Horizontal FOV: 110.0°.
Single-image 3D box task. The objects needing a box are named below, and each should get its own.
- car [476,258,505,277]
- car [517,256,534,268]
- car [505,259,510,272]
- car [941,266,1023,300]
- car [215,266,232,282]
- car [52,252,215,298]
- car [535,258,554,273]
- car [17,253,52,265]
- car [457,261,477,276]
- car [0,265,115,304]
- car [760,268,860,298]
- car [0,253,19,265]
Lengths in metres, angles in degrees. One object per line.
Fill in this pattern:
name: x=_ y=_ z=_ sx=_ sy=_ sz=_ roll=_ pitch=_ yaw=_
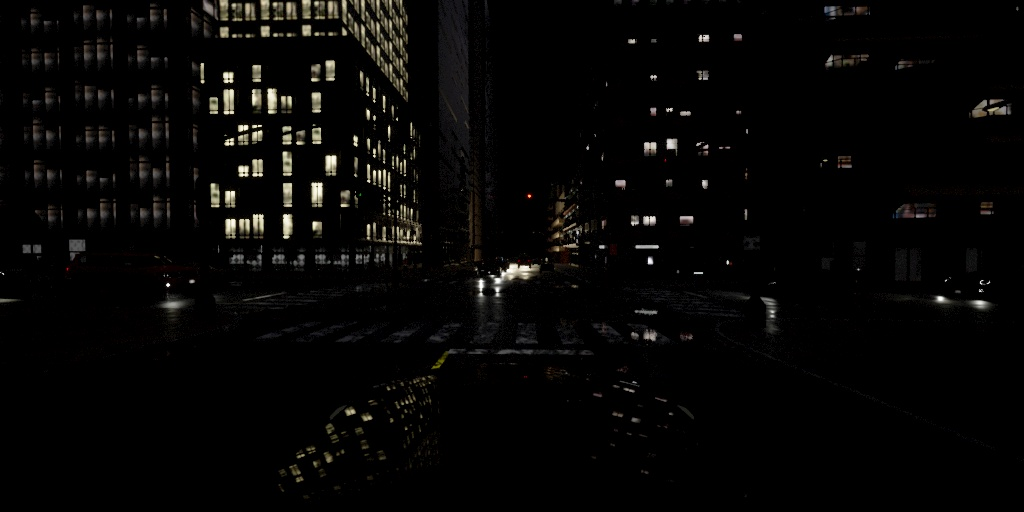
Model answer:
car: x=-1.984 y=1.245 z=34.777 sx=1.837 sy=1.490 sz=4.892 roll=0 pitch=0 yaw=2
car: x=2.056 y=0.957 z=59.082 sx=2.150 sy=2.045 sz=5.566 roll=0 pitch=0 yaw=2
car: x=-1.636 y=1.302 z=44.674 sx=1.994 sy=1.385 sz=4.181 roll=0 pitch=0 yaw=2
car: x=25.361 y=1.290 z=18.469 sx=4.553 sy=1.767 sz=2.097 roll=0 pitch=1 yaw=3
car: x=-20.960 y=1.029 z=23.292 sx=4.829 sy=1.417 sz=1.751 roll=0 pitch=0 yaw=3
car: x=-18.151 y=0.846 z=17.378 sx=5.566 sy=2.045 sz=2.150 roll=1 pitch=1 yaw=3
car: x=4.072 y=1.288 z=42.411 sx=2.007 sy=1.370 sz=4.403 roll=0 pitch=0 yaw=2
car: x=-32.893 y=0.712 z=23.909 sx=5.009 sy=1.841 sz=2.192 roll=0 pitch=0 yaw=3
car: x=-4.505 y=1.265 z=36.880 sx=1.751 sy=1.417 sz=4.829 roll=0 pitch=0 yaw=2
car: x=-19.868 y=1.204 z=14.915 sx=4.403 sy=1.370 sz=2.007 roll=0 pitch=0 yaw=3
car: x=15.496 y=1.382 z=18.961 sx=4.674 sy=1.442 sz=1.812 roll=1 pitch=1 yaw=4
car: x=-28.350 y=0.889 z=17.876 sx=4.553 sy=1.767 sz=2.097 roll=0 pitch=1 yaw=3
